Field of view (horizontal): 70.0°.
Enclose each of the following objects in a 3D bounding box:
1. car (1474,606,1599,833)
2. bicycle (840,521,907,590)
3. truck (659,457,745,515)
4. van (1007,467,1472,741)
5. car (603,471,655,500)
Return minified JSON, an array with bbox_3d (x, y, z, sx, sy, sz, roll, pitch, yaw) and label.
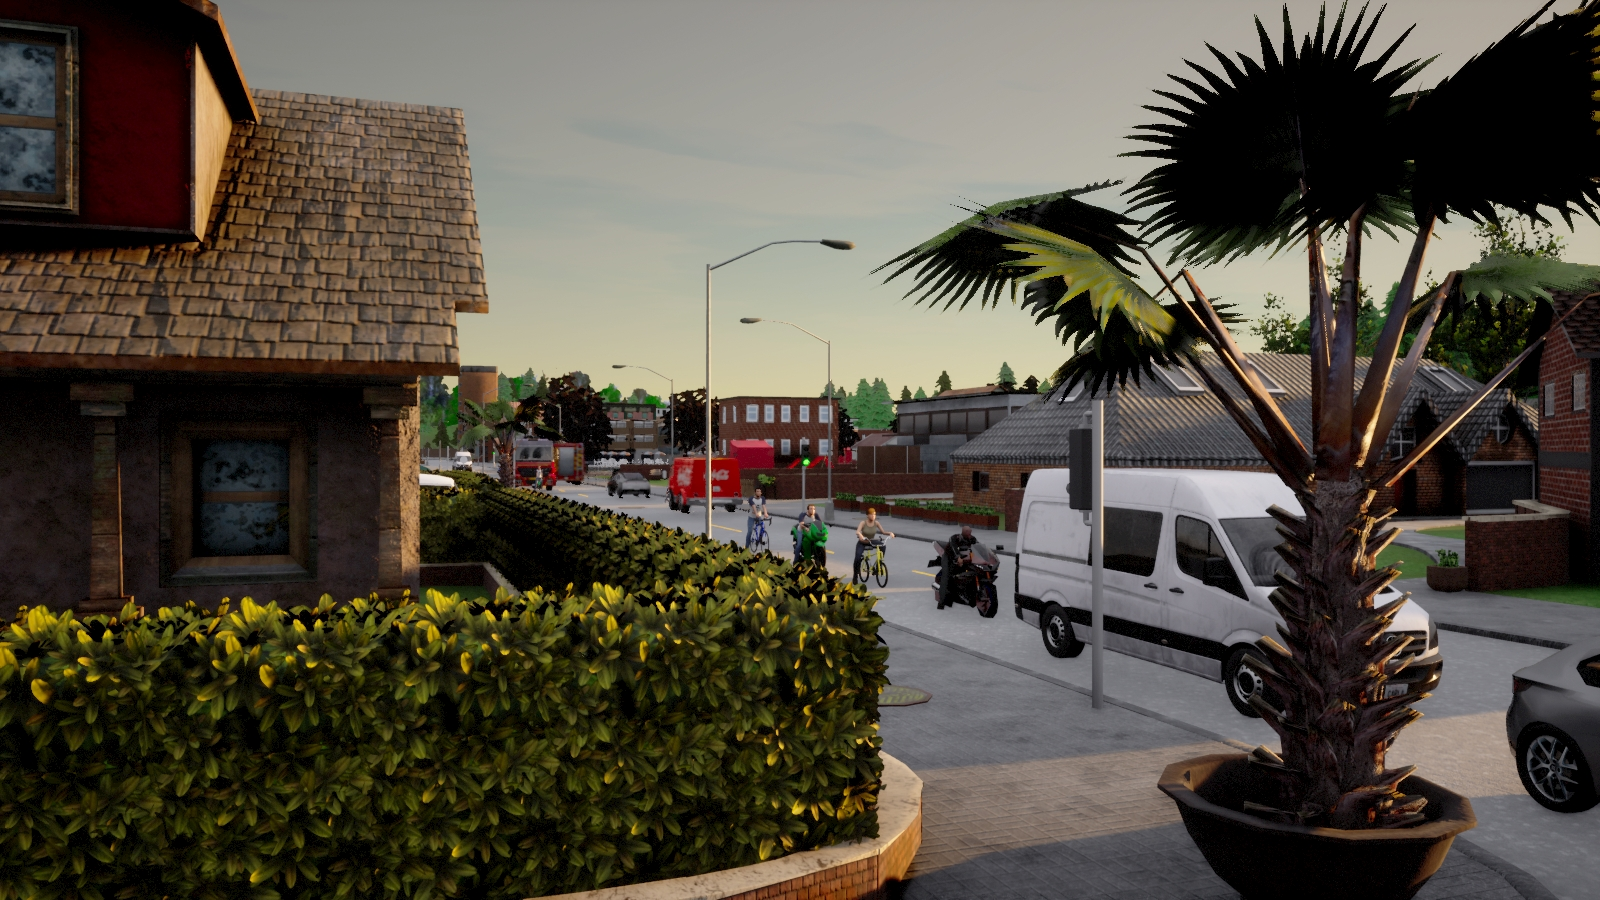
[{"bbox_3d":[6.934,2.069,7.650,1.816,1.474,4.193,0,0,-12],"label":"car"},{"bbox_3d":[1.505,2.162,23.648,0.859,1.276,1.487,0,0,-19],"label":"bicycle"},{"bbox_3d":[-4.540,1.574,52.044,2.627,2.467,5.204,0,0,-21],"label":"truck"},{"bbox_3d":[4.966,1.538,14.186,1.988,2.561,5.915,0,0,-20],"label":"van"},{"bbox_3d":[-10.113,2.053,67.288,2.128,1.511,4.902,0,0,-20],"label":"car"}]
